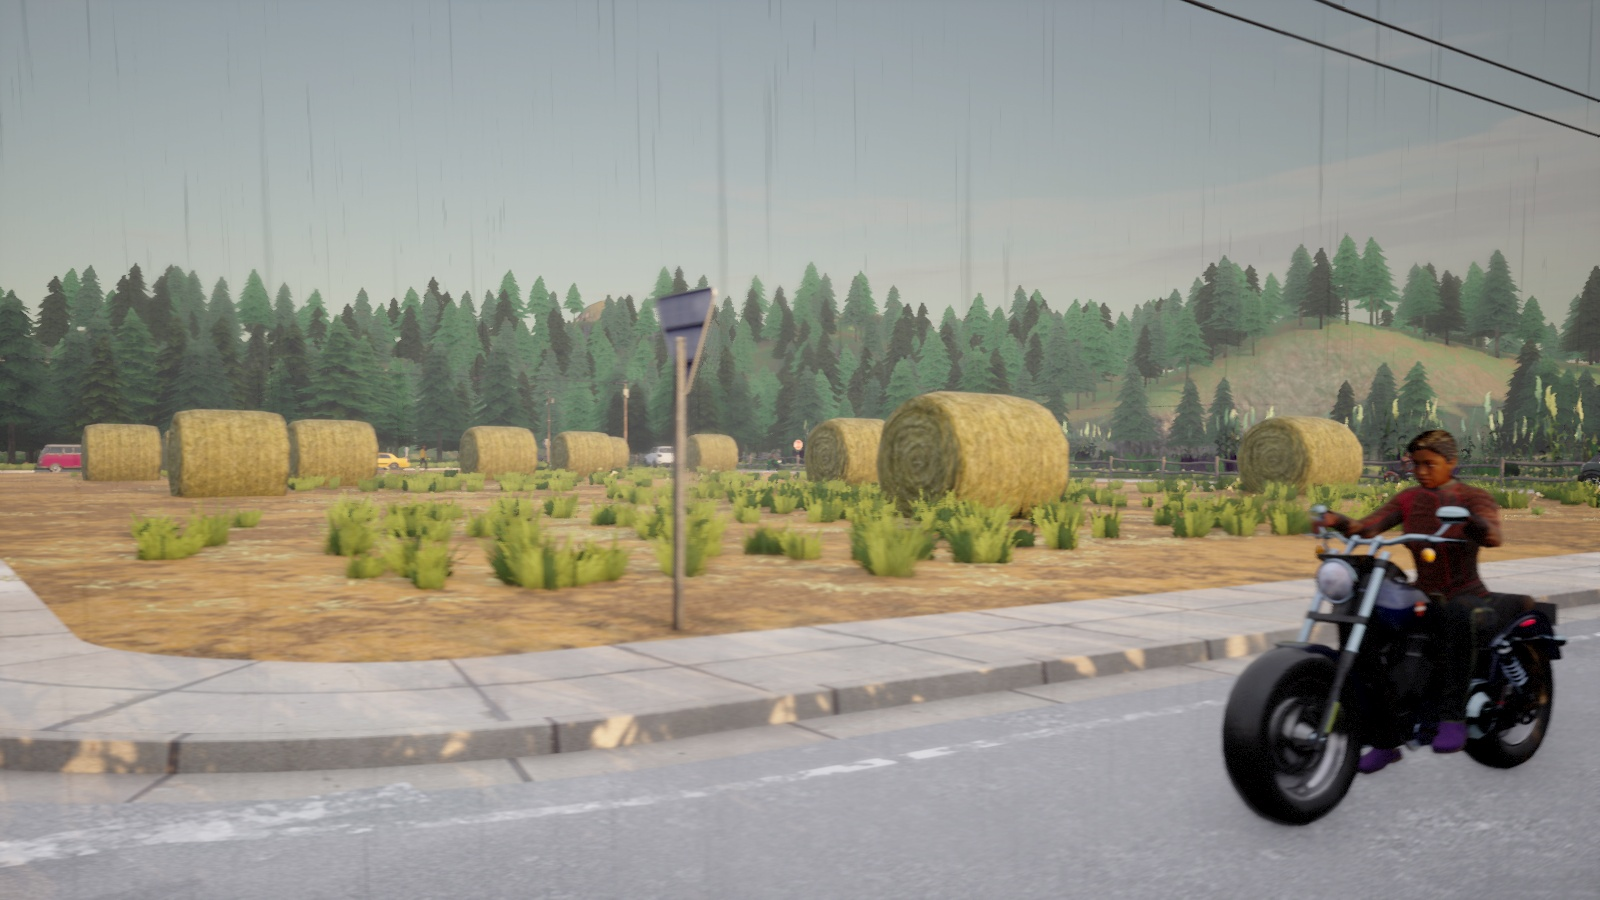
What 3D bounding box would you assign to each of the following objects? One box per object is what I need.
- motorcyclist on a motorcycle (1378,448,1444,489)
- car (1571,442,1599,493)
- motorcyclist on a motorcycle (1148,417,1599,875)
[{"bbox_3d":[24.662,0.732,50.716,0.766,1.649,2.350,0,0,-32],"label":"motorcyclist on a motorcycle"},{"bbox_3d":[29.410,0.611,43.080,2.097,1.767,4.553,0,0,-32],"label":"car"},{"bbox_3d":[2.621,0.703,5.501,2.350,1.649,0.766,0,0,-34],"label":"motorcyclist on a motorcycle"}]
